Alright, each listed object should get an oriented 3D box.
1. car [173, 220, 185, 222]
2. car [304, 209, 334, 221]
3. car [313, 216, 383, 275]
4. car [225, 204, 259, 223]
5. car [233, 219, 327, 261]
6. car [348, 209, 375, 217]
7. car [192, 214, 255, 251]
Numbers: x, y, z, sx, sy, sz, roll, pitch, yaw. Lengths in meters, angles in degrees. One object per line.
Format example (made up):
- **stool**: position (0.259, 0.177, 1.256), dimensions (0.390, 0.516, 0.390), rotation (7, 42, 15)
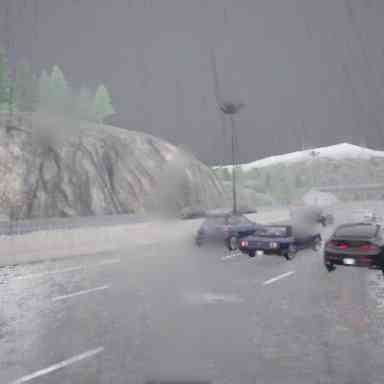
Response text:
- **car**: position (0.136, 2.953, 45.143), dimensions (2.150, 2.045, 5.566), rotation (-3, -2, 32)
- **car**: position (11.726, 2.349, 30.647), dimensions (1.837, 1.490, 4.892), rotation (-3, -3, 34)
- **car**: position (6.025, 1.779, 11.378), dimensions (1.837, 1.490, 4.892), rotation (-3, -3, 39)
- **car**: position (6.420, 2.652, 42.005), dimensions (2.150, 2.045, 5.566), rotation (-3, -2, 32)
- **car**: position (3.987, 2.050, 14.385), dimensions (1.895, 1.301, 4.718), rotation (-3, -3, 40)
- **car**: position (14.865, 2.219, 29.075), dimensions (1.812, 1.442, 4.674), rotation (-3, -3, 34)
- **car**: position (2.218, 1.982, 17.797), dimensions (2.097, 1.767, 4.553), rotation (-3, -3, 39)
